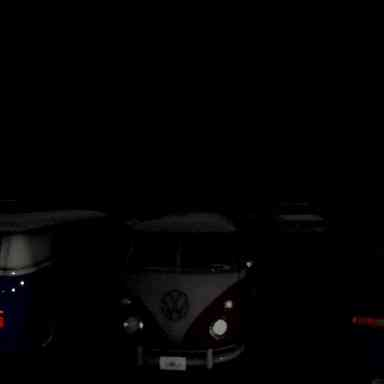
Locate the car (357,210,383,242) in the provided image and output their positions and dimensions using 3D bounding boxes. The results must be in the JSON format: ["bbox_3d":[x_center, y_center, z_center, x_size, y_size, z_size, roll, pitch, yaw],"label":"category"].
[{"bbox_3d":[11.240,1.866,18.369,2.097,1.535,5.008,0,-1,4],"label":"car"}]

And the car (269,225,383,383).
[{"bbox_3d":[2.754,1.622,5.857,2.097,1.535,5.008,0,-1,4],"label":"car"}]

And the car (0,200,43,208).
[{"bbox_3d":[-10.913,1.486,19.933,2.435,2.045,5.566,1,-1,4],"label":"car"}]

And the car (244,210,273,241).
[{"bbox_3d":[2.935,1.834,18.955,2.231,1.521,4.892,0,-1,4],"label":"car"}]

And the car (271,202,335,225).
[{"bbox_3d":[5.702,1.592,18.738,2.435,2.045,5.566,0,-1,4],"label":"car"}]

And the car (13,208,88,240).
[{"bbox_3d":[-8.144,1.793,19.787,2.163,1.488,4.792,1,-1,4],"label":"car"}]

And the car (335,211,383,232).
[{"bbox_3d":[8.471,1.855,18.568,2.097,1.535,5.008,0,-1,4],"label":"car"}]

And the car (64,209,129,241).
[{"bbox_3d":[-5.373,1.817,19.529,2.163,1.488,4.792,1,-1,4],"label":"car"}]

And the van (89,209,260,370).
[{"bbox_3d":[-0.053,1.382,5.951,1.878,1.987,4.442,0,-1,4],"label":"van"}]

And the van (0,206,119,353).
[{"bbox_3d":[-2.830,1.370,6.385,1.878,1.987,4.442,0,-1,4],"label":"van"}]

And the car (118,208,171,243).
[{"bbox_3d":[-2.592,1.804,19.544,1.946,1.575,5.366,0,-1,4],"label":"car"}]
